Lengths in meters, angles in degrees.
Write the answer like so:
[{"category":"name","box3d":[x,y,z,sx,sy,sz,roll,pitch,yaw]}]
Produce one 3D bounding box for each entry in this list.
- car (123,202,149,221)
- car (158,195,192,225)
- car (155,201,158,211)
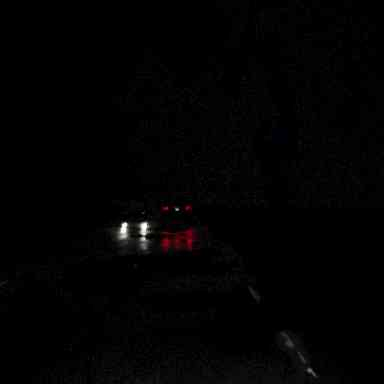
[{"category":"car","box3d":[-4.654,1.544,27.834,1.882,1.535,5.008,0,-1,-6]},{"category":"car","box3d":[-1.261,1.271,24.954,2.150,2.045,5.566,0,0,-6]},{"category":"car","box3d":[-3.676,1.603,42.826,1.882,1.535,5.008,0,0,-9]}]
